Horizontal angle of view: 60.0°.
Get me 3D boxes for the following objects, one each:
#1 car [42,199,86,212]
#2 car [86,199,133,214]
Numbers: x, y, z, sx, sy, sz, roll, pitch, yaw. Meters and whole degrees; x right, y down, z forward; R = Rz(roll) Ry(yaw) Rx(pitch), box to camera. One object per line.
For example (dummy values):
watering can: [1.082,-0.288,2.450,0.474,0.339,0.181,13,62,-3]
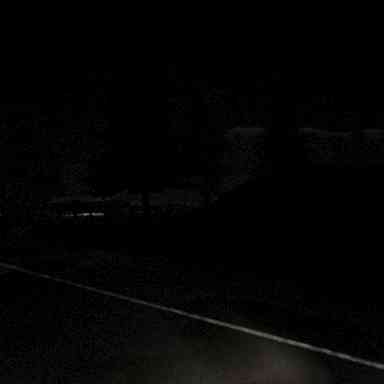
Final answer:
car: [-12.703,1.420,33.934,1.895,1.301,4.718,1,0,44]
car: [-8.042,1.411,33.704,4.181,1.385,1.994,0,0,-45]
